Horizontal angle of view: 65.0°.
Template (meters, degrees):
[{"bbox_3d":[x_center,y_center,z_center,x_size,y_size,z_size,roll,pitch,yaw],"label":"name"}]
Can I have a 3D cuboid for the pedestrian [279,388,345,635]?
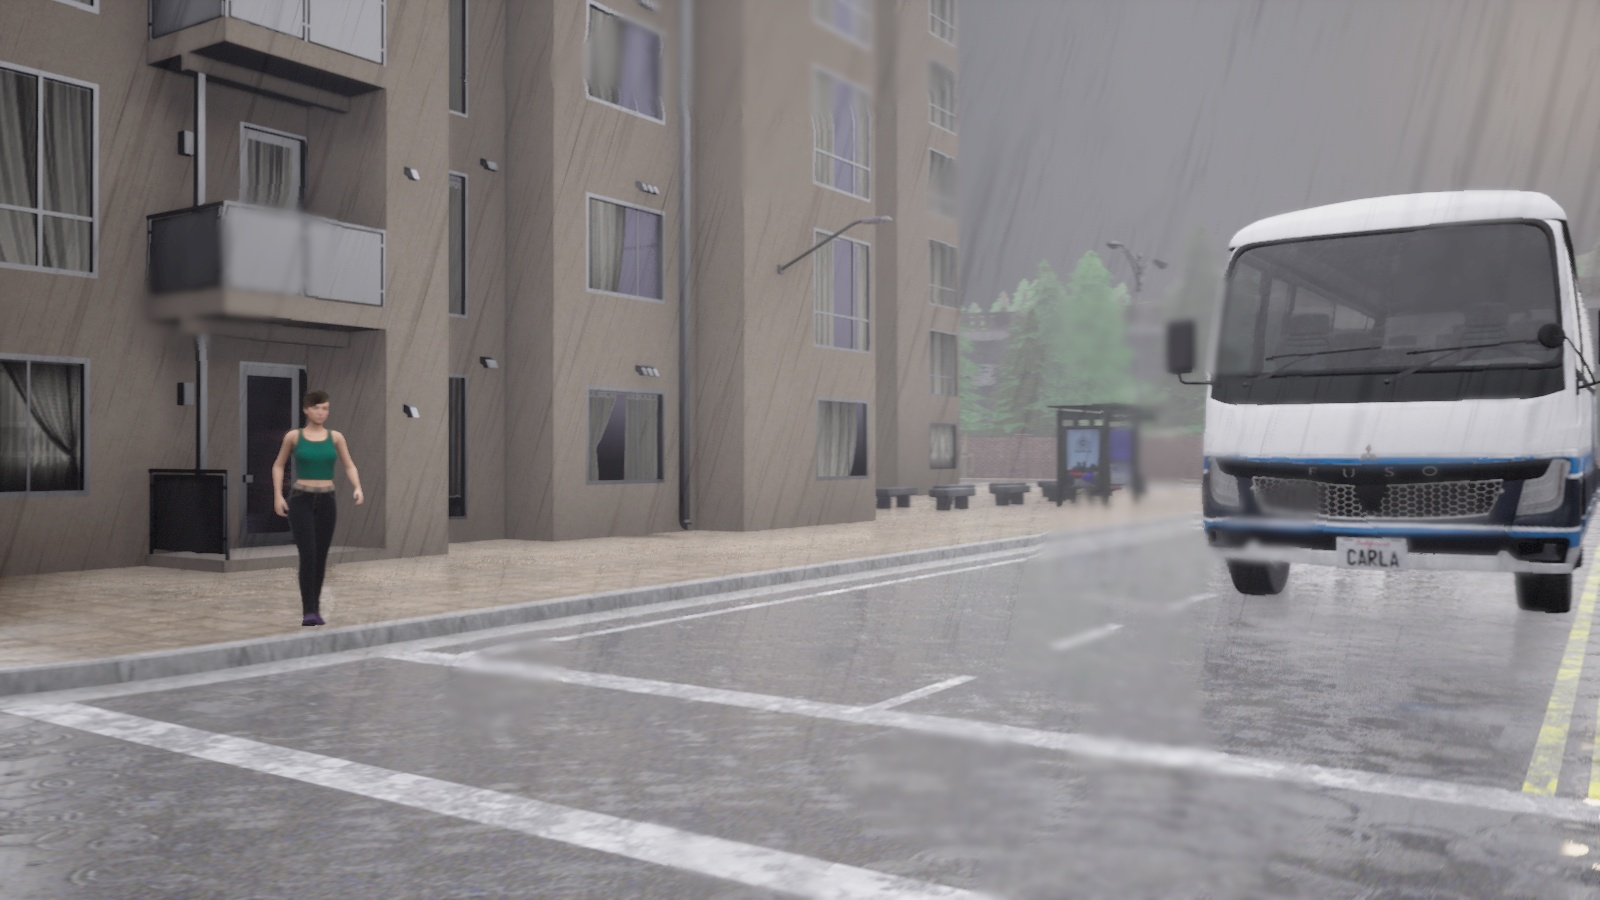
[{"bbox_3d":[-3.758,0.458,9.664,0.345,1.836,0.594,0,0,-34],"label":"pedestrian"}]

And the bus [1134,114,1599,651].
[{"bbox_3d":[7.684,-0.594,15.200,3.944,4.253,10.273,0,1,33],"label":"bus"}]
